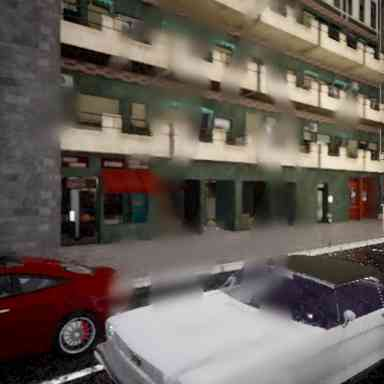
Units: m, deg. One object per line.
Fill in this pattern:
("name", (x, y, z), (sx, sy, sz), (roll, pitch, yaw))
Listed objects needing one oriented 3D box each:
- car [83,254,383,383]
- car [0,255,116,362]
("car", (1.286, 1.601, 4.293), (4.718, 1.301, 1.895), (0, 0, -35))
("car", (-2.946, 1.582, 4.458), (4.206, 1.307, 1.802), (0, 0, -35))
